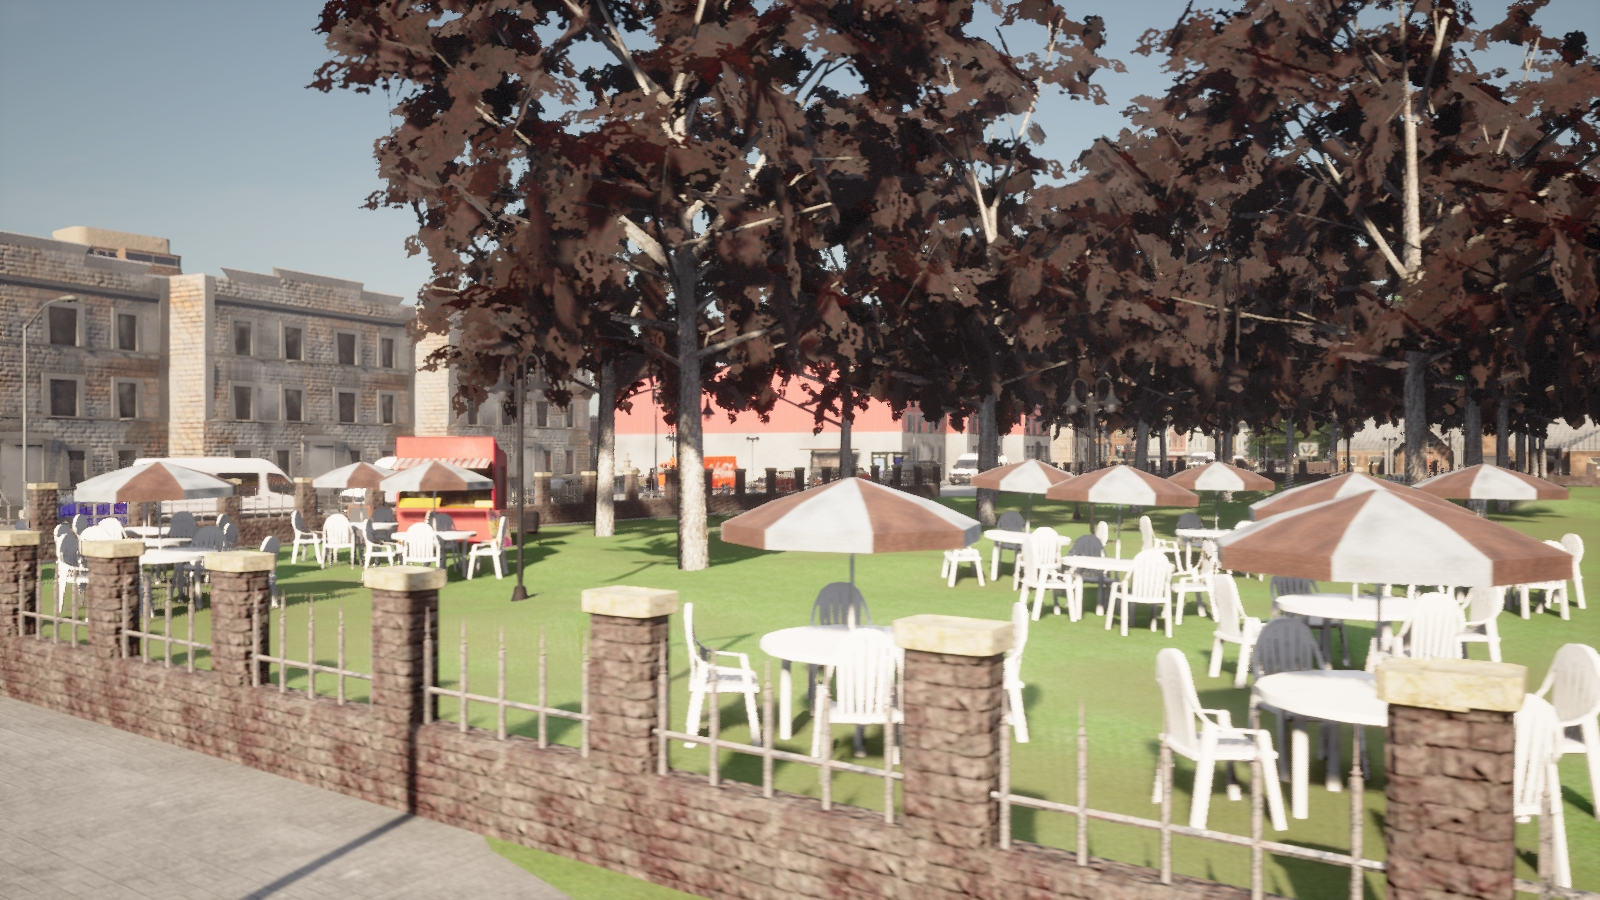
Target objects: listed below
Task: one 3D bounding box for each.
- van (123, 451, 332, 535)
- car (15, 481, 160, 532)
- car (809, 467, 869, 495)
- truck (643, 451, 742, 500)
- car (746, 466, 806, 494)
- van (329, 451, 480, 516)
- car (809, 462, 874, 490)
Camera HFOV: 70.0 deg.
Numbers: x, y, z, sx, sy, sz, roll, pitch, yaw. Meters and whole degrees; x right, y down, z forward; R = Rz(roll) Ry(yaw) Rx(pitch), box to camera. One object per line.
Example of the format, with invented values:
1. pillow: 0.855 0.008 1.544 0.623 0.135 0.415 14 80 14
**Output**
1. van: -18.756 1.316 37.766 1.988 2.561 5.915 0 0 36
2. car: -23.511 1.820 37.801 1.845 1.501 3.633 0 0 35
3. car: 2.330 1.808 67.795 1.789 1.549 3.705 0 0 35
4. truck: -5.867 1.338 63.049 2.627 2.467 5.204 0 1 35
5. car: -1.421 1.807 69.415 1.789 1.549 3.705 0 0 35
6. van: -16.463 1.315 47.908 1.988 2.561 5.915 0 0 35
7. car: 2.774 1.687 75.459 2.097 1.767 4.553 0 0 35
